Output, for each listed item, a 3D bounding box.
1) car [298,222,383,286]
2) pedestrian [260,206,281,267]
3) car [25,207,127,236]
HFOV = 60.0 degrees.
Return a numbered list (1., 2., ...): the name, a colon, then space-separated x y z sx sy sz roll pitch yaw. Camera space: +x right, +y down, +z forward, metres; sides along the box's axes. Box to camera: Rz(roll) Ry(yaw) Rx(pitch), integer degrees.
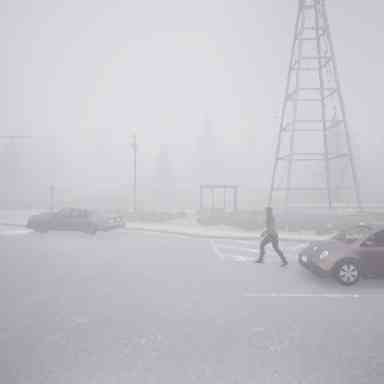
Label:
1. car: 4.890 1.521 8.735 3.905 1.438 1.784 0 0 0
2. pedestrian: 2.339 1.294 9.898 0.375 1.860 0.375 0 0 -5
3. car: -6.340 1.548 18.302 5.357 1.411 2.033 0 0 14
